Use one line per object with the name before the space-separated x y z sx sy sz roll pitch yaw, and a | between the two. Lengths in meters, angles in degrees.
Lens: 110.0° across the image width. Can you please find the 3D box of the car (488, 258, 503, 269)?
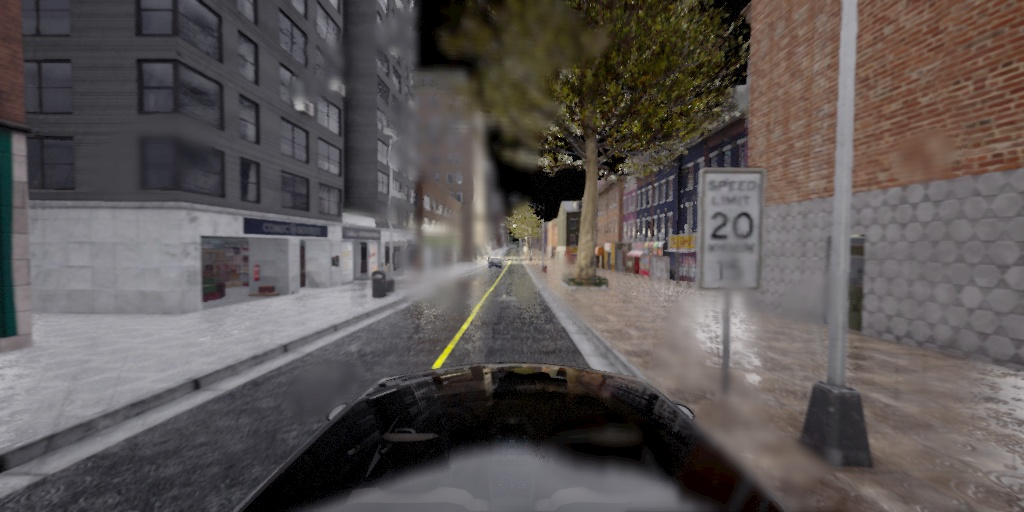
car | -2.221 1.030 48.986 2.033 1.411 5.357 0 1 1
